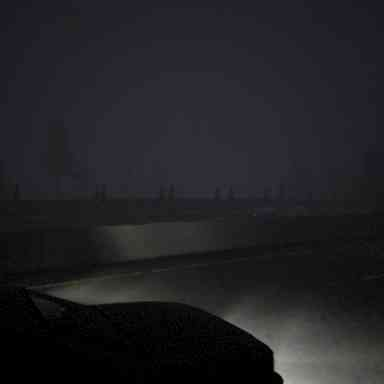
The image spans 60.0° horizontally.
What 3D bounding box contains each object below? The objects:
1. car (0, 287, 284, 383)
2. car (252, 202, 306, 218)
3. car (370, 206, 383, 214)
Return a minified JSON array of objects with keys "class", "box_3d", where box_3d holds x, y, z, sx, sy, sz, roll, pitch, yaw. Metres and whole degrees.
[{"class":"car","box_3d":[-1.742,1.535,2.445,5.357,1.411,2.033,0,0,-34]},{"class":"car","box_3d":[7.174,1.564,27.390,4.674,1.442,1.812,0,0,-23]},{"class":"car","box_3d":[16.710,1.660,27.238,4.181,1.385,1.994,0,0,-18]}]
